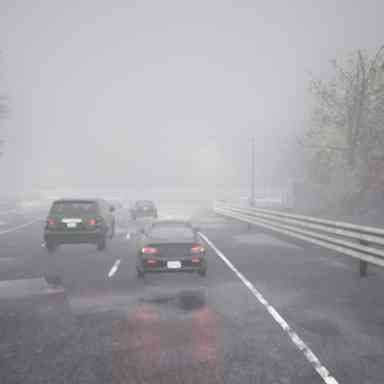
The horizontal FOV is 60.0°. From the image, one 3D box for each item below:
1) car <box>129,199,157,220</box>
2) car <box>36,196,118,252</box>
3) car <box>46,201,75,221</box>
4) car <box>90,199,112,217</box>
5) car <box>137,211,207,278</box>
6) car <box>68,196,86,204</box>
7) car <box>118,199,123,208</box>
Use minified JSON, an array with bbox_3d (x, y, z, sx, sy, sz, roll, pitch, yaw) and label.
[{"bbox_3d":[-4.361,1.411,29.142,2.097,1.767,4.553,0,0,-15],"label":"car"},{"bbox_3d":[-4.625,1.254,14.330,2.150,2.045,5.566,0,0,-8],"label":"car"},{"bbox_3d":[-11.678,1.618,29.910,2.033,1.411,5.357,0,0,-17],"label":"car"},{"bbox_3d":[-9.371,1.553,34.001,1.882,1.535,5.008,0,0,-18],"label":"car"},{"bbox_3d":[-0.656,1.545,10.130,1.812,1.442,4.674,0,0,-6],"label":"car"},{"bbox_3d":[-23.669,1.657,68.111,1.837,1.490,4.892,0,0,-40],"label":"car"},{"bbox_3d":[-11.477,1.705,48.241,1.895,1.301,4.718,0,0,-26],"label":"car"}]
